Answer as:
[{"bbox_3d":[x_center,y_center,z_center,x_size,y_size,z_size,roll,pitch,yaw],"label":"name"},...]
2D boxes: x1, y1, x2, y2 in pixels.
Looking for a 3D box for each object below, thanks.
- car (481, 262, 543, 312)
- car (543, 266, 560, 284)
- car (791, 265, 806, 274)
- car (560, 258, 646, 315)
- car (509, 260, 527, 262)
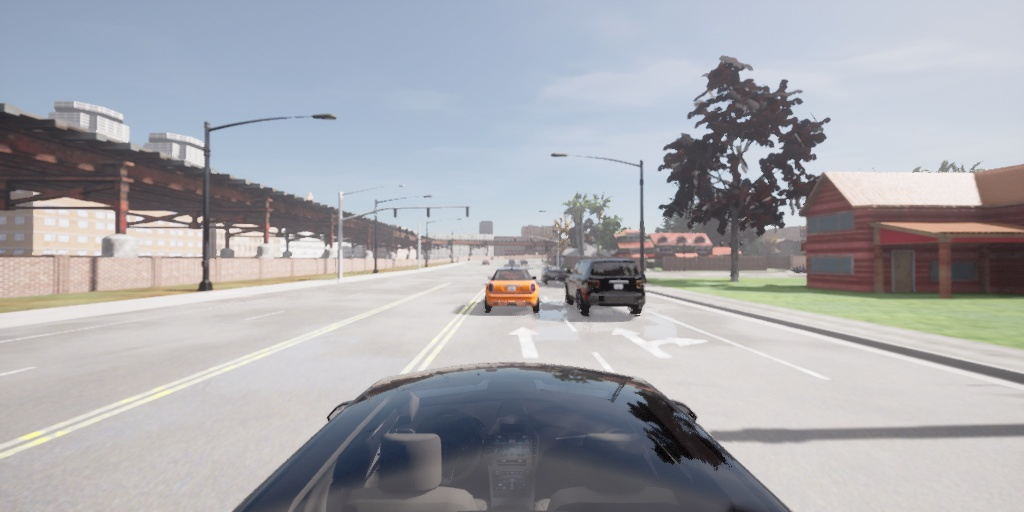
[{"bbox_3d":[0.010,1.248,15.261,2.097,1.767,4.553,0,-1,0],"label":"car"},{"bbox_3d":[3.501,1.554,30.340,2.128,1.511,4.902,0,0,0],"label":"car"},{"bbox_3d":[41.375,1.837,49.860,4.181,1.385,1.994,0,-1,-1],"label":"car"},{"bbox_3d":[3.500,1.113,14.415,2.150,2.045,5.566,0,0,0],"label":"car"},{"bbox_3d":[0.001,1.411,30.262,2.097,1.767,4.553,0,-1,0],"label":"car"}]
